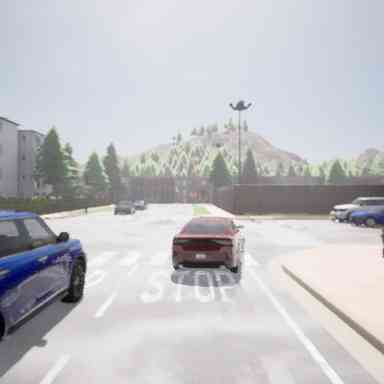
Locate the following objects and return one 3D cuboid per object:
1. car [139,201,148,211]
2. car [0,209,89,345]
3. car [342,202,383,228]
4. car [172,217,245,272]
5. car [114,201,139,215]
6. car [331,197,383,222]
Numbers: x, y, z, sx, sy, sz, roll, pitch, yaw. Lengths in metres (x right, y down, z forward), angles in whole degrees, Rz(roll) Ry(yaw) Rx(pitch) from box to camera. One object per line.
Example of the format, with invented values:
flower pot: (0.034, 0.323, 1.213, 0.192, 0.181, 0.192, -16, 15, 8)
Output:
car: (-7.758, 1.972, 49.354, 2.033, 1.411, 5.357, 0, 0, 0)
car: (-3.424, 1.270, 5.234, 2.150, 2.045, 5.566, 0, -1, 0)
car: (13.883, 1.691, 23.790, 5.008, 1.535, 1.882, 0, -1, 0)
car: (0.694, 1.580, 11.334, 1.882, 1.535, 5.008, -1, 0, 11)
car: (-7.753, 1.834, 38.706, 1.837, 1.490, 4.892, 0, -1, 0)
car: (14.404, 1.466, 27.290, 5.566, 2.045, 2.150, 0, -1, 0)
